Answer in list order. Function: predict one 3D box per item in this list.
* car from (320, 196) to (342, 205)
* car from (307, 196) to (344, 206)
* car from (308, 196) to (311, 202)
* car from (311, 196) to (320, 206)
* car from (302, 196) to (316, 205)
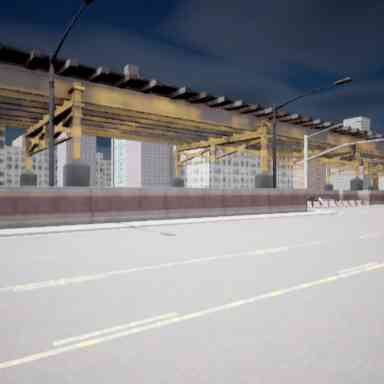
[{"bbox_3d":[20.933,1.254,52.283,4.536,1.218,1.853,0,0,-7],"label":"car"},{"bbox_3d":[20.985,1.411,52.290,4.974,1.542,2.038,0,0,-7],"label":"car"},{"bbox_3d":[13.329,1.410,45.846,4.974,1.542,2.038,0,0,8],"label":"car"},{"bbox_3d":[17.074,1.410,48.531,2.038,1.542,4.974,0,0,18],"label":"car"},{"bbox_3d":[17.090,1.253,48.580,1.853,1.218,4.536,0,0,18],"label":"car"}]
